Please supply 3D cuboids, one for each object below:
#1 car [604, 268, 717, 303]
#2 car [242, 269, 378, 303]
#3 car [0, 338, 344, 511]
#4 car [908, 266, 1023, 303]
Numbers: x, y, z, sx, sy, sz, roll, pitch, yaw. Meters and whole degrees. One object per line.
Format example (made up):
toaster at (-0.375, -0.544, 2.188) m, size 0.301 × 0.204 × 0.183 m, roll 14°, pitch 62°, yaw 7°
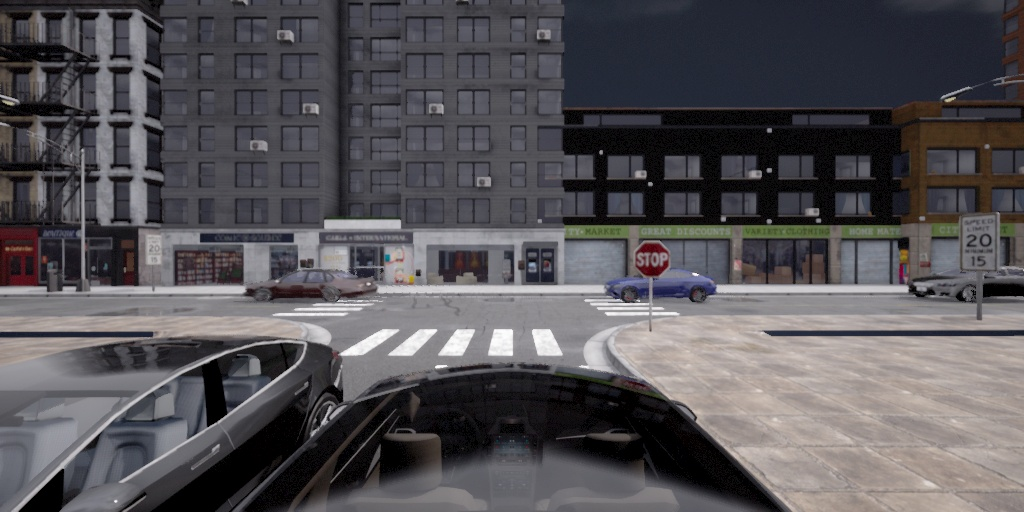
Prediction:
car at (6.404, 1.237, 15.674) m, size 4.674 × 1.442 × 1.812 m, roll 0°, pitch 0°, yaw 0°
car at (-8.886, 1.294, 16.033) m, size 5.357 × 1.411 × 2.033 m, roll 0°, pitch 0°, yaw 3°
car at (-2.637, 1.315, 2.153) m, size 1.948 × 1.339 × 4.313 m, roll 0°, pitch 0°, yaw 0°
car at (20.327, 1.175, 15.647) m, size 4.902 × 1.511 × 2.128 m, roll 0°, pitch 0°, yaw 0°
